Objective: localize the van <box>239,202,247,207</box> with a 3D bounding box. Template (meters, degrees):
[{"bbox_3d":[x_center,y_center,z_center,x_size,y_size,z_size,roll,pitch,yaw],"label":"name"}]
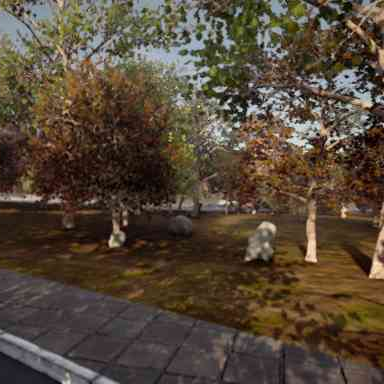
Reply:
[{"bbox_3d":[12.901,3.103,92.866,1.878,1.987,4.442,4,0,45],"label":"van"}]

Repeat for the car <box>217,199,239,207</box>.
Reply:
[{"bbox_3d":[9.073,2.831,88.985,2.435,2.045,5.566,4,0,45],"label":"car"}]
